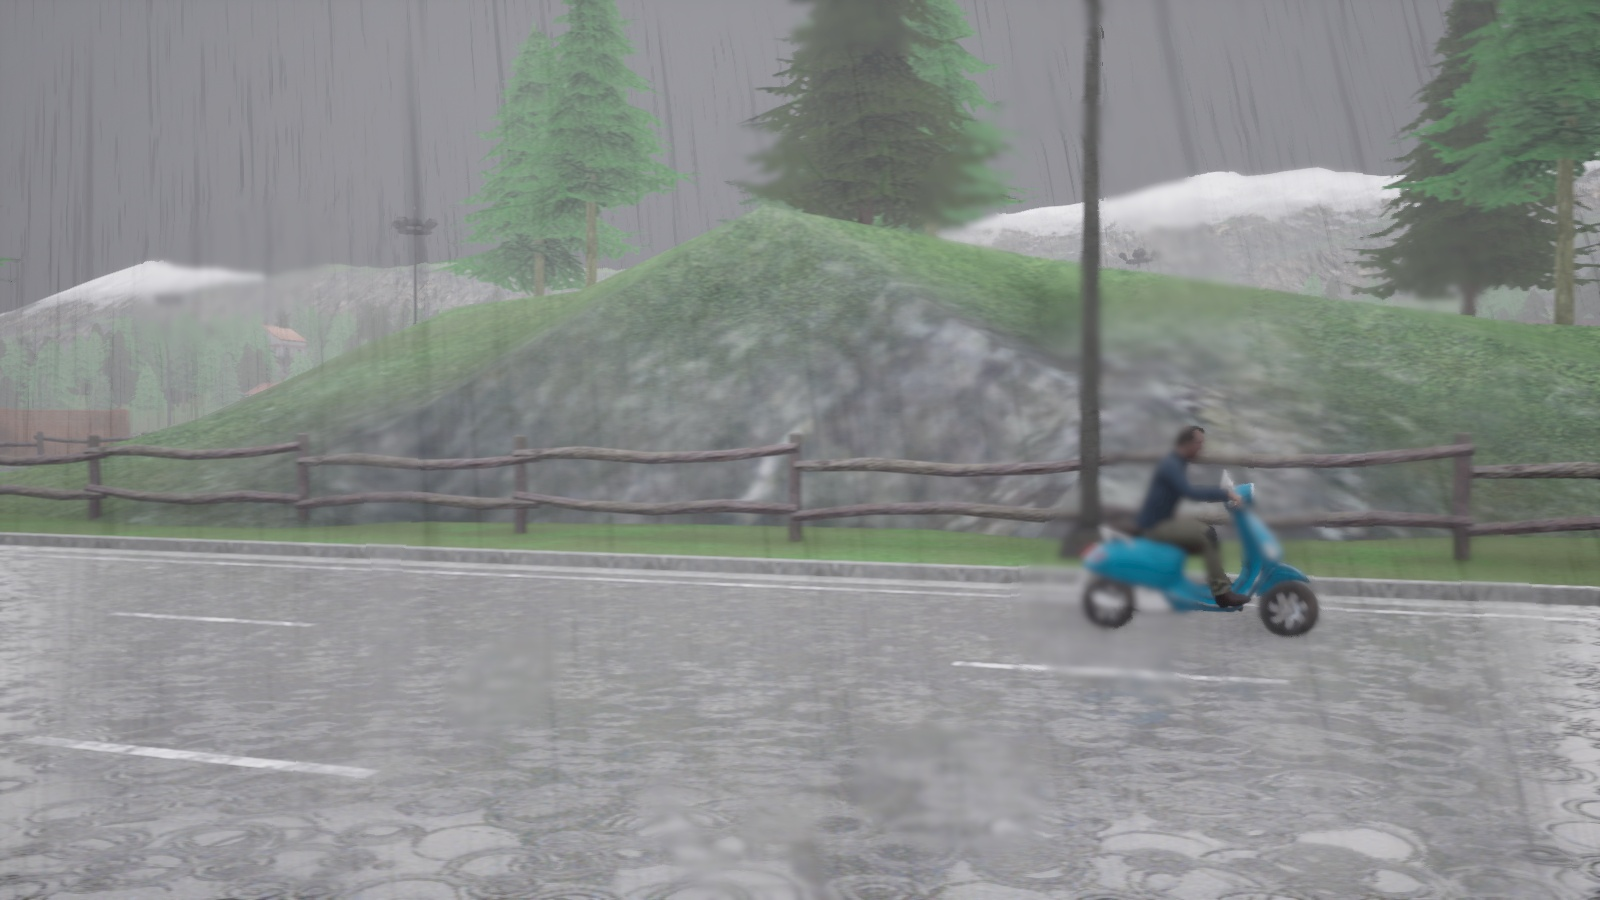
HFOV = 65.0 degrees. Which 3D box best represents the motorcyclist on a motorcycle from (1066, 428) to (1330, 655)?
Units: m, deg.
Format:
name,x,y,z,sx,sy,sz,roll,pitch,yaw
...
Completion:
name,x,y,z,sx,sy,sz,roll,pitch,yaw
motorcyclist on a motorcycle,3.009,0.636,9.565,1.817,1.590,0.866,1,1,19
